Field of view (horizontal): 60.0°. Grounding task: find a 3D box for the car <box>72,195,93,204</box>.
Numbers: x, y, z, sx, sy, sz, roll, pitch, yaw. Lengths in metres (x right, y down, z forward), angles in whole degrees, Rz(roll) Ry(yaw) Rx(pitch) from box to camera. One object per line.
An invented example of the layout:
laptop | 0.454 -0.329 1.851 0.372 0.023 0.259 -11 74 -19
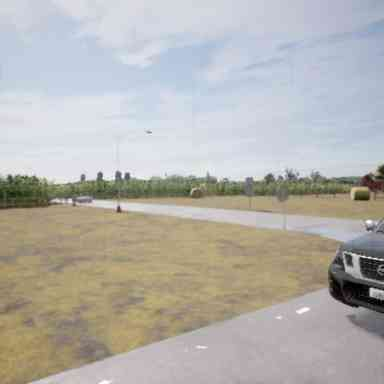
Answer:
car | -16.884 1.044 51.251 1.895 1.301 4.718 -2 2 -36

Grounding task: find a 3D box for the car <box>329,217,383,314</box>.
car | 5.056 1.151 6.588 5.566 2.045 2.150 -1 0 -36
